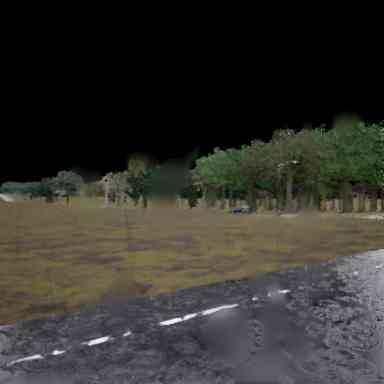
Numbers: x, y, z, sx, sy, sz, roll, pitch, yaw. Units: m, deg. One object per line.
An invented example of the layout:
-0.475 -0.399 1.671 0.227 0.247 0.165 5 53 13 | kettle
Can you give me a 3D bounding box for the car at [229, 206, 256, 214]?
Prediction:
8.823 3.107 58.888 2.033 1.411 5.357 1 -2 -33 | car
